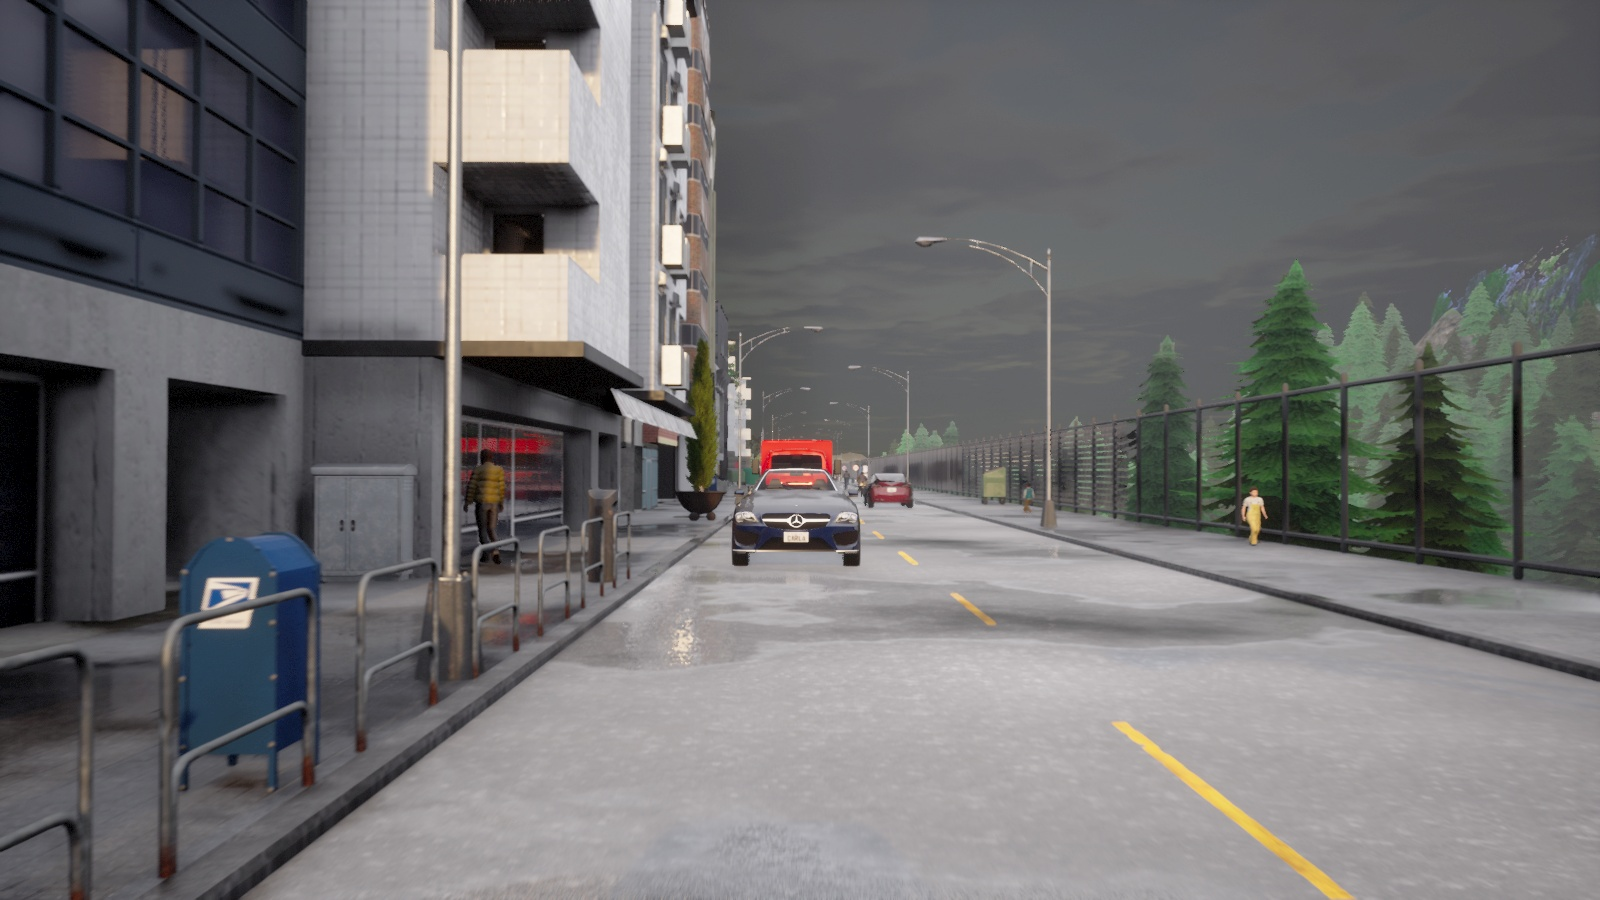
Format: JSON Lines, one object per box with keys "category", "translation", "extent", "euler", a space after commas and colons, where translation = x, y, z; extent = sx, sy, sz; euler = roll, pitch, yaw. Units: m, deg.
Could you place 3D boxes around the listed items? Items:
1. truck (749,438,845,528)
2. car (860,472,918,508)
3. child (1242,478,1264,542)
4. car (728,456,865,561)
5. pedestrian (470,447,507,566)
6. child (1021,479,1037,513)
{"category": "truck", "translation": [-0.097, 0.949, 37.074], "extent": [2.627, 2.467, 5.204], "euler": [0, -1, 0]}
{"category": "car", "translation": [3.857, 1.723, 55.166], "extent": [2.163, 1.488, 4.792], "euler": [0, -1, 0]}
{"category": "child", "translation": [9.079, 1.190, 25.171], "extent": [0.270, 1.263, 0.437], "euler": [0, -1, -3]}
{"category": "car", "translation": [-0.058, 0.968, 22.346], "extent": [2.152, 1.651, 5.027], "euler": [0, -1, 0]}
{"category": "pedestrian", "translation": [-4.898, 0.875, 19.738], "extent": [0.370, 1.835, 0.726], "euler": [0, -1, -30]}
{"category": "child", "translation": [7.974, 1.605, 43.756], "extent": [0.343, 1.192, 0.448], "euler": [0, -1, -26]}
